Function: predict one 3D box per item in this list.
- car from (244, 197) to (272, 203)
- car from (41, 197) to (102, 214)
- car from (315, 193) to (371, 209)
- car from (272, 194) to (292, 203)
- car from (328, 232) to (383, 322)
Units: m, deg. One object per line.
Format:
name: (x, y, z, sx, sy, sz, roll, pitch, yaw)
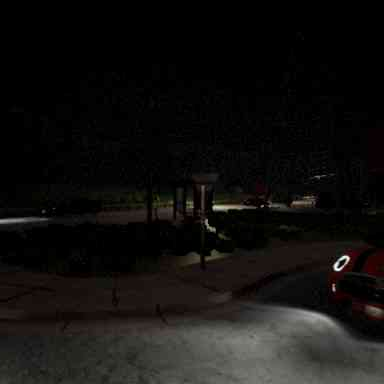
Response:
car: (8.783, 1.314, 45.600, 1.994, 1.385, 4.181, 1, 1, 36)
car: (-9.487, 1.193, 26.488, 2.128, 1.511, 4.902, 1, 1, 36)
car: (16.404, 1.121, 36.396, 5.566, 2.045, 2.150, 1, 0, 38)
car: (14.527, 1.102, 53.647, 2.097, 1.767, 4.553, 1, 1, 36)
car: (4.785, 1.353, 6.671, 4.553, 1.767, 2.097, 0, 1, -35)
